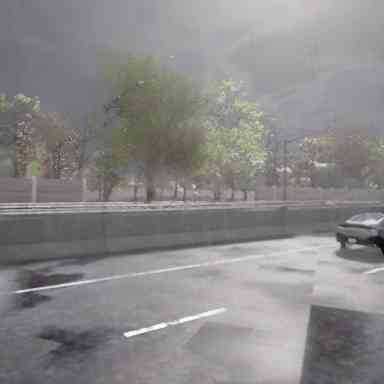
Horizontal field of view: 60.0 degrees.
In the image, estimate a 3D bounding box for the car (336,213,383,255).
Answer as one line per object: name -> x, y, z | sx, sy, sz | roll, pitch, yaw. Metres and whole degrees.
car -> 7.979, 1.629, 13.851 | 4.902, 1.511, 2.128 | 1, 0, -35
